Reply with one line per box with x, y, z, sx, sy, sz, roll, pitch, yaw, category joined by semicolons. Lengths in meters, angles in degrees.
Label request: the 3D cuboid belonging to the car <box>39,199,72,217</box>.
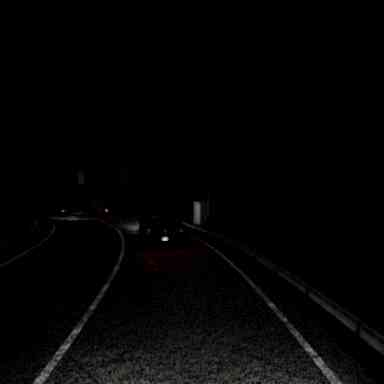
-12.585;1.397;30.477;2.128;1.511;4.902;1;0;-39;car

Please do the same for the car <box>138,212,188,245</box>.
-1.528;1.587;15.474;1.895;1.301;4.718;0;0;-12;car

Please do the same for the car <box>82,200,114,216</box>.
-9.002;1.475;31.818;1.812;1.442;4.674;1;0;-35;car
